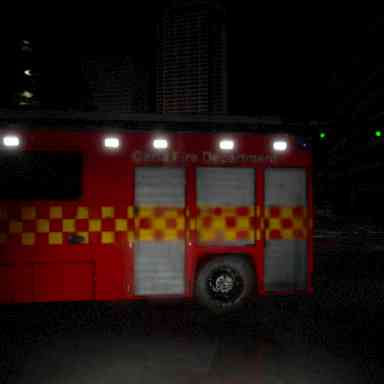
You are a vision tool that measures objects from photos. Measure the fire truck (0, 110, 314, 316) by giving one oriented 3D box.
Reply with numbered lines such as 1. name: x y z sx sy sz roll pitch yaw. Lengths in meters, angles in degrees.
1. fire truck: -1.940 0.386 7.187 8.468 3.827 2.891 0 0 -6
